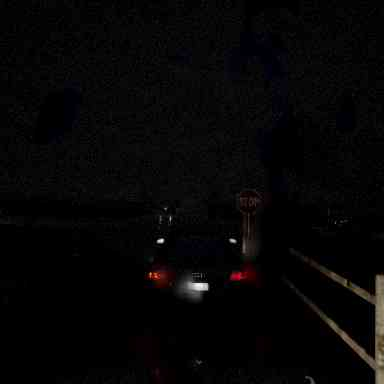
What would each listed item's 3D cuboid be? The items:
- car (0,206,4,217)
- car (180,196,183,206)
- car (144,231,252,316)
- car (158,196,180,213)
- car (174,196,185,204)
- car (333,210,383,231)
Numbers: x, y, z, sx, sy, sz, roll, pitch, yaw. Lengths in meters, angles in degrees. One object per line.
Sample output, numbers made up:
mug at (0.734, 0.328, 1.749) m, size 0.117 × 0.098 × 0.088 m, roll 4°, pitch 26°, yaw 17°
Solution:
car at (-14.507, 0.989, 20.913) m, size 4.902 × 1.511 × 2.128 m, roll 2°, pitch 0°, yaw 0°
car at (-2.739, 1.600, 47.458) m, size 1.994 × 1.385 × 4.181 m, roll 0°, pitch 0°, yaw 0°
car at (0.111, 1.567, 7.613) m, size 1.994 × 1.385 × 4.181 m, roll 0°, pitch 0°, yaw 0°
car at (-2.766, 1.518, 37.463) m, size 2.128 × 1.511 × 4.902 m, roll 0°, pitch 0°, yaw 0°
car at (-2.603, 1.618, 69.525) m, size 2.033 × 1.411 × 5.357 m, roll 0°, pitch 0°, yaw 0°
car at (12.641, 2.058, 23.786) m, size 4.892 × 1.490 × 1.837 m, roll 2°, pitch 0°, yaw -2°
